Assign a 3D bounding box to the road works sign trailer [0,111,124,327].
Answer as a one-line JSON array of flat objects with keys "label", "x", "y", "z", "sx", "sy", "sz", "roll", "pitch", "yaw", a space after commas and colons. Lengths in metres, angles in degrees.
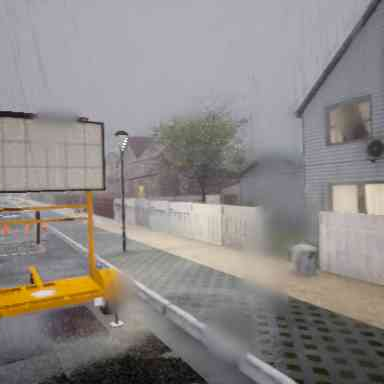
[{"label": "road works sign trailer", "x": -2.818, "y": 0.402, "z": 6.055, "sx": 2.380, "sy": 3.560, "sz": 2.880, "roll": -2, "pitch": 1, "yaw": -30}]
